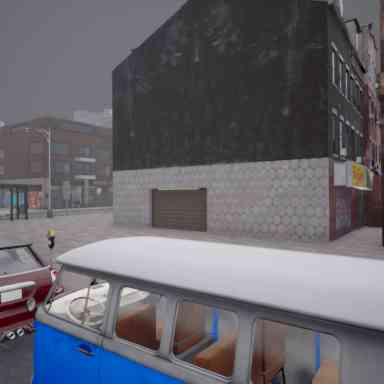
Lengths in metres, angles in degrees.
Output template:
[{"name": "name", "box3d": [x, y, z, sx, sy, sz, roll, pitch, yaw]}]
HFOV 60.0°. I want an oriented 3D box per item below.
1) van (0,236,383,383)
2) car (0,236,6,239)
[{"name": "van", "box3d": [0.402, 1.341, 2.527, 3.998, 1.788, 1.690, 0, 0, 35]}, {"name": "car", "box3d": [-4.043, 1.442, 5.659, 4.097, 1.590, 1.967, 0, 0, 35]}]
